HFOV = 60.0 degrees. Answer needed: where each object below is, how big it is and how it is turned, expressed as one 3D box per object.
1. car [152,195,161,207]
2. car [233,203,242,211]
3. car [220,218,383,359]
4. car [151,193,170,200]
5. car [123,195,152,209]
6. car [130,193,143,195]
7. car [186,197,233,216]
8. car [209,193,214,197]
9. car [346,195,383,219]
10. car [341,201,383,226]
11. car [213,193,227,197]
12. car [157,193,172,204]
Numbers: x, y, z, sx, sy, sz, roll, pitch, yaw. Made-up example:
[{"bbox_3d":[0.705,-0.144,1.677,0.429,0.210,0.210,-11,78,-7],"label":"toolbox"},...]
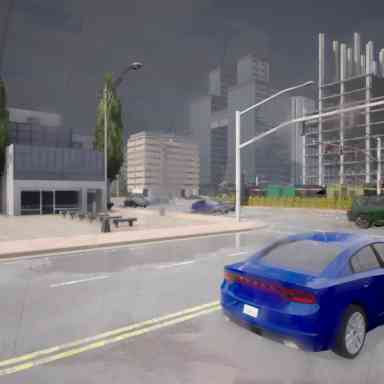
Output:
[{"bbox_3d":[-7.152,1.525,51.507,1.812,1.442,4.674,0,0,-36],"label":"car"},{"bbox_3d":[3.560,1.563,36.816,1.994,1.385,4.181,0,0,-36],"label":"car"},{"bbox_3d":[2.744,1.478,6.100,5.008,1.535,1.882,0,0,-38],"label":"car"},{"bbox_3d":[-8.451,1.153,89.487,4.605,1.855,1.932,0,0,-38],"label":"car"},{"bbox_3d":[-8.000,1.507,46.719,1.837,1.490,4.892,0,0,-36],"label":"car"},{"bbox_3d":[-12.121,1.225,70.345,2.150,2.045,5.566,0,0,-36],"label":"car"},{"bbox_3d":[1.641,1.526,33.506,1.812,1.442,4.674,0,0,-36],"label":"car"},{"bbox_3d":[5.279,1.156,71.640,3.866,1.878,1.905,0,0,-38],"label":"car"},{"bbox_3d":[11.993,1.223,19.336,2.150,2.045,5.566,0,0,-36],"label":"car"},{"bbox_3d":[13.386,1.492,23.363,2.128,1.511,4.902,0,0,-36],"label":"car"},{"bbox_3d":[7.037,1.395,69.339,3.806,1.475,1.970,0,0,-38],"label":"car"},{"bbox_3d":[-6.249,1.352,62.455,2.097,1.767,4.553,0,0,-36],"label":"car"}]
